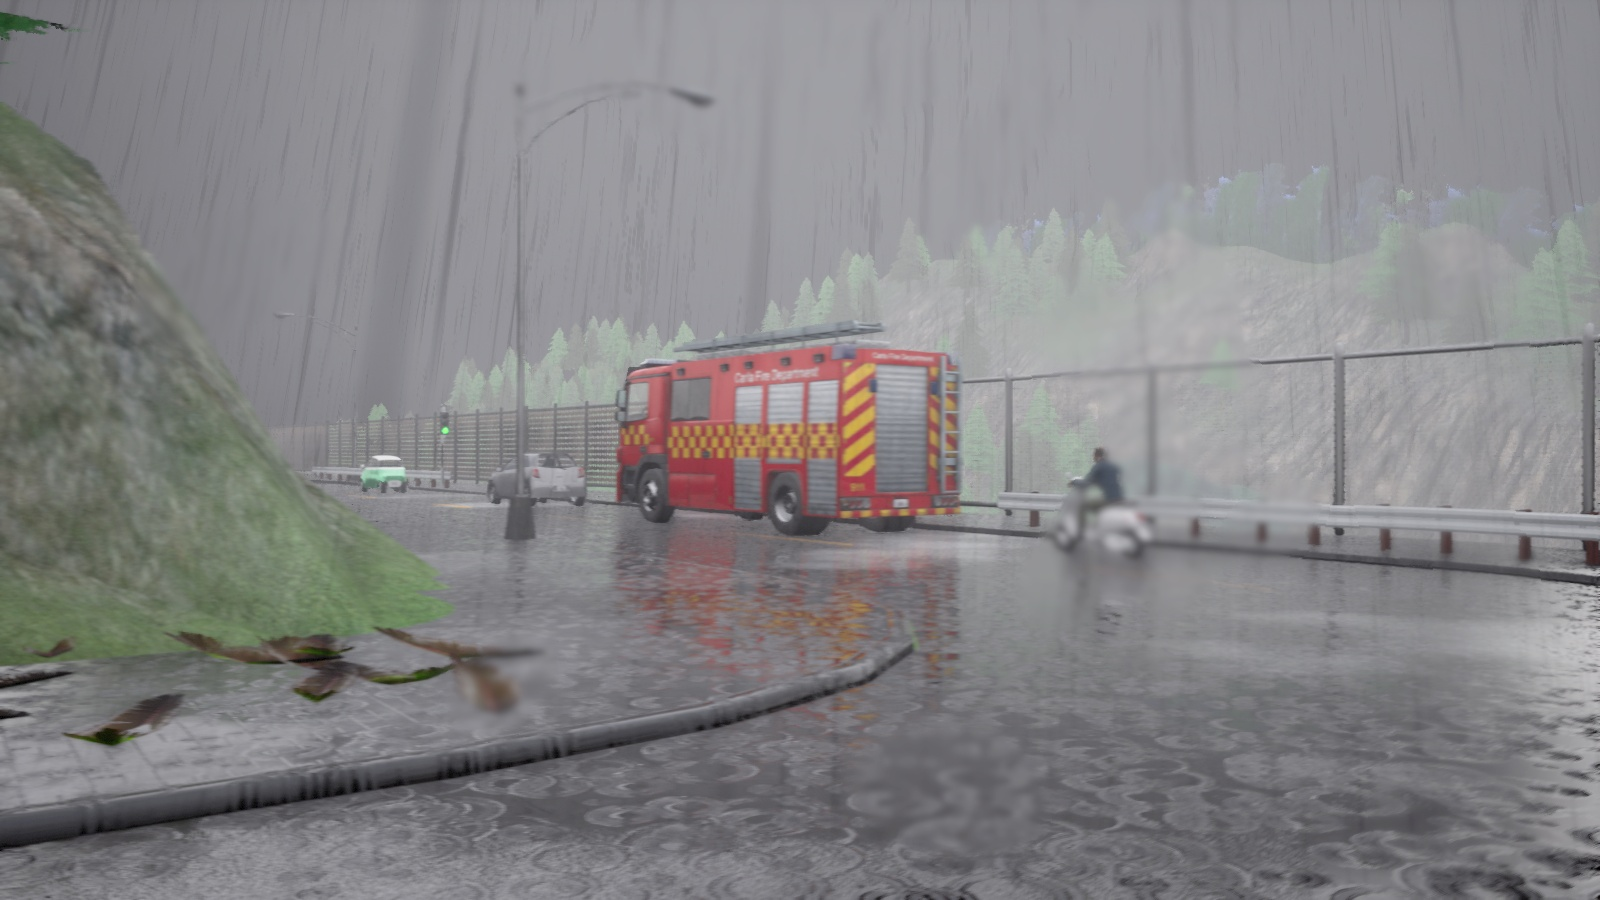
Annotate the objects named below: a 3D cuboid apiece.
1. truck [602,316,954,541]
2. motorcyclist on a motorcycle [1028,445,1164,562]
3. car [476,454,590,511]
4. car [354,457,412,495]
[{"bbox_3d":[-0.816,-0.355,25.619,2.891,3.827,8.468,0,0,-36],"label":"truck"},{"bbox_3d":[4.249,0.734,18.136,0.866,1.590,1.817,0,0,-32],"label":"motorcyclist on a motorcycle"},{"bbox_3d":[-7.540,0.862,35.240,1.845,1.501,3.633,0,0,-35],"label":"car"},{"bbox_3d":[-15.490,0.947,46.641,1.481,1.376,2.207,0,0,-35],"label":"car"}]
